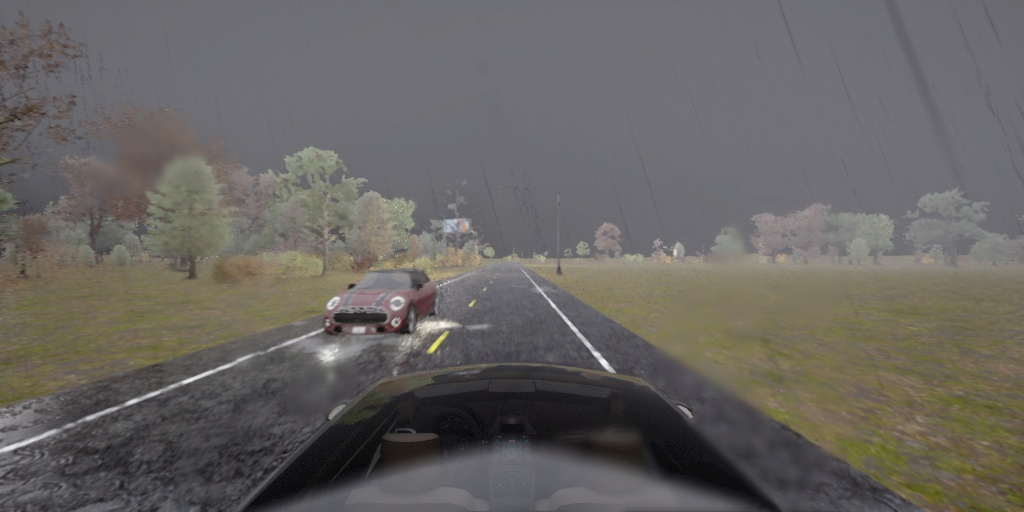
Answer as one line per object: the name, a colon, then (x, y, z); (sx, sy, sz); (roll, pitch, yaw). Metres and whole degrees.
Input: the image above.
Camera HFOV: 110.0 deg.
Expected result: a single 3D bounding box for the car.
car: (-3.596, 1.161, 10.677); (2.097, 1.767, 4.553); (0, 0, 0)
